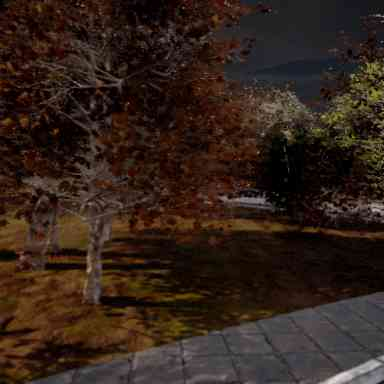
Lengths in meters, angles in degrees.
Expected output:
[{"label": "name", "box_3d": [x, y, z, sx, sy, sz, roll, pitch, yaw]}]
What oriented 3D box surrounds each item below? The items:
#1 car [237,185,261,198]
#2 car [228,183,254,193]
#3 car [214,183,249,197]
[{"label": "car", "box_3d": [7.345, 0.003, 40.574, 2.163, 1.488, 4.792, 5, 3, 36]}, {"label": "car", "box_3d": [8.284, -0.639, 55.897, 1.946, 1.575, 5.366, 5, 3, 36]}, {"label": "car", "box_3d": [5.133, -0.238, 42.235, 2.097, 1.535, 5.008, 5, 3, 36]}]
